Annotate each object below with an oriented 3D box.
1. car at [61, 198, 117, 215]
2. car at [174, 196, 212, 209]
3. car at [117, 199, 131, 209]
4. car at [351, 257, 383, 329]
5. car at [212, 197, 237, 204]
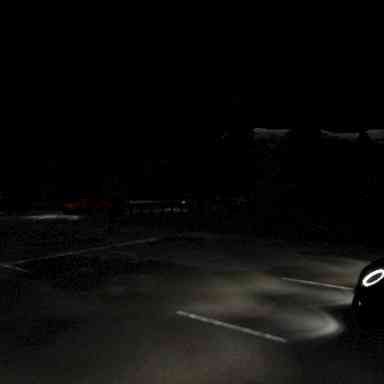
[{"bbox_3d":[-10.119,1.367,32.191,1.882,1.535,5.008,0,0,38],"label":"car"},{"bbox_3d":[-0.137,1.250,42.762,4.553,1.767,2.097,0,0,-41],"label":"car"},{"bbox_3d":[-9.590,1.419,38.399,2.033,1.411,5.357,0,0,43],"label":"car"},{"bbox_3d":[4.846,1.353,4.788,4.553,1.767,2.097,0,0,36],"label":"car"},{"bbox_3d":[4.627,1.494,51.101,4.718,1.301,1.895,0,0,-35],"label":"car"}]
